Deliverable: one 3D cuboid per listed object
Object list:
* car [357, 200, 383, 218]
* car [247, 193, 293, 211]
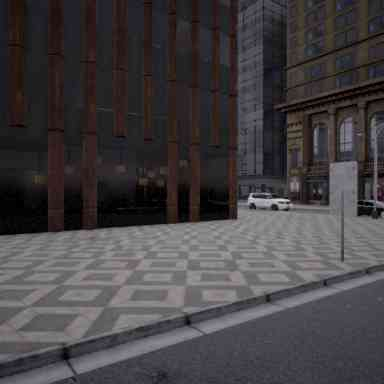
[{"bbox_3d":[15.427,1.455,28.688,1.837,1.490,4.892,0,0,-37],"label":"car"},{"bbox_3d":[8.788,1.137,38.026,2.150,2.045,5.566,0,0,-35],"label":"car"}]
